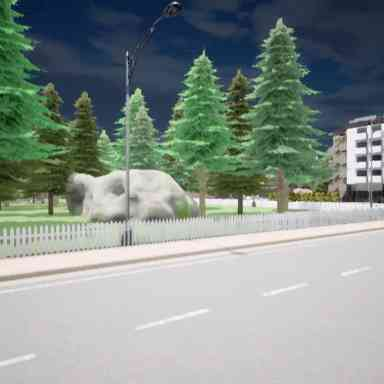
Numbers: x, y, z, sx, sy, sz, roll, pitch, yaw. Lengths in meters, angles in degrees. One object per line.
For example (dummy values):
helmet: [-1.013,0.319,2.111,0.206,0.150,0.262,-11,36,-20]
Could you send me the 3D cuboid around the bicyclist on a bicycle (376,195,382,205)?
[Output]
bicyclist on a bicycle: [28.601,1.274,50.837,1.656,1.620,0.582,0,0,-34]
